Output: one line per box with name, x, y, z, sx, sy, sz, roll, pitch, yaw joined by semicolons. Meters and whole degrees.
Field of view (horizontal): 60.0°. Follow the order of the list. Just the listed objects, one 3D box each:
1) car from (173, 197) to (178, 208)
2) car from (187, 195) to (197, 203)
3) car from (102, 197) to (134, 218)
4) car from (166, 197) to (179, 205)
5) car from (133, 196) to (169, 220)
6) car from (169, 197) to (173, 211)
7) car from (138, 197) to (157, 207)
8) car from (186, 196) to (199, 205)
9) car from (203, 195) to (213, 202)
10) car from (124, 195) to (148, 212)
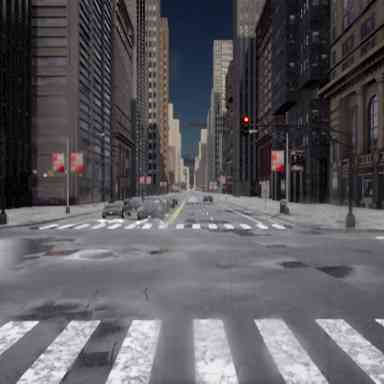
car;-3.350;1.512;46.443;1.994;1.385;4.181;0;0;0
car;0.083;1.441;69.775;2.033;1.411;5.357;0;0;0
car;-6.608;1.476;29.535;1.837;1.490;4.892;0;0;0
car;-3.327;1.530;56.459;1.895;1.301;4.718;0;0;0
car;-3.297;1.326;27.635;2.097;1.767;4.553;0;0;-2
car;-3.360;1.488;36.419;1.812;1.442;4.674;0;0;0
car;-6.601;1.490;49.986;2.033;1.411;5.357;0;0;0
car;0.082;1.453;57.576;1.812;1.442;4.674;0;0;0
car;3.333;1.398;69.864;1.837;1.490;4.892;0;0;0
car;-6.607;1.310;39.689;2.097;1.767;4.553;0;0;0
